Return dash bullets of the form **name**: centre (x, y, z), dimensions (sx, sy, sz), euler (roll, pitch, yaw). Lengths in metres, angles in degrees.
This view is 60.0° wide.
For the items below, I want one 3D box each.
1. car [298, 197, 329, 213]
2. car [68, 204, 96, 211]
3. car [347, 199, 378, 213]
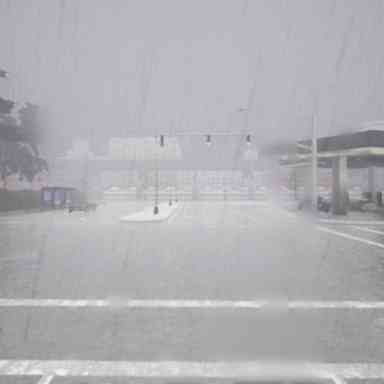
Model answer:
- **car**: centre (13.212, 1.364, 36.365), dimensions (2.242, 1.667, 4.611), euler (0, 0, 0)
- **car**: centre (-11.498, 1.491, 35.106), dimensions (1.895, 1.301, 4.718), euler (0, 0, 0)
- **car**: centre (18.957, 1.526, 37.126), dimensions (1.970, 1.475, 3.806), euler (0, 0, 0)
